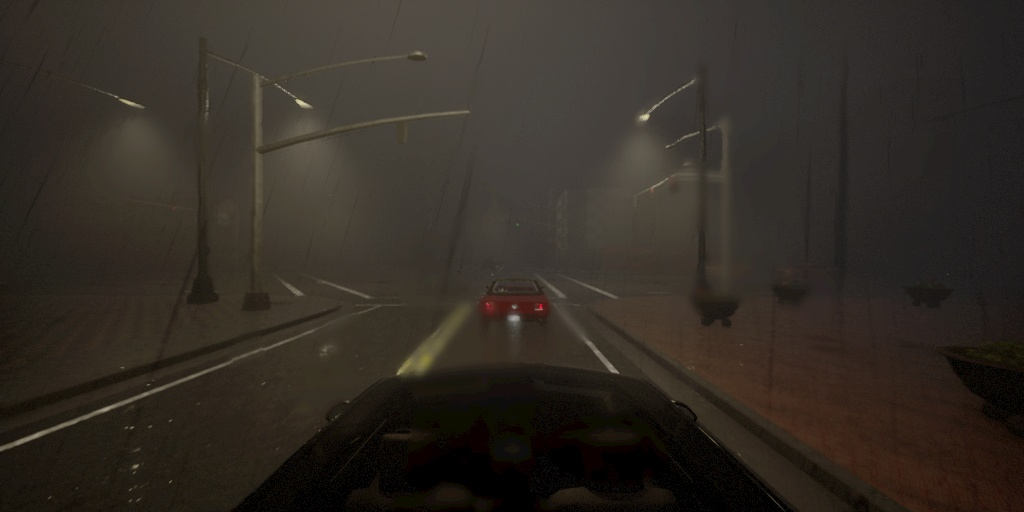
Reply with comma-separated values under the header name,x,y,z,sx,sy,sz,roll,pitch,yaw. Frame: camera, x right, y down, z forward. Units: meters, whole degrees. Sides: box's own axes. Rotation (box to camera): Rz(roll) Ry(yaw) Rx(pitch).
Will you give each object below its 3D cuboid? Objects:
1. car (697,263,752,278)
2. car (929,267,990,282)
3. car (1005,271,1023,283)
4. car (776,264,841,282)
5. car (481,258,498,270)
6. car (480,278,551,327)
name,x,y,z,sx,sy,sz,roll,pitch,yaw
car,21.076,1.399,35.721,5.008,1.535,1.882,1,0,0
car,44.712,1.792,35.815,4.674,1.442,1.812,1,0,0
car,47.500,1.883,32.306,4.181,1.385,1.994,1,0,0
car,26.632,1.480,32.258,5.008,1.535,1.882,1,0,0
car,-3.524,1.181,52.971,1.882,1.535,5.008,0,0,0
car,0.097,1.342,11.478,1.895,1.301,4.718,0,0,0
